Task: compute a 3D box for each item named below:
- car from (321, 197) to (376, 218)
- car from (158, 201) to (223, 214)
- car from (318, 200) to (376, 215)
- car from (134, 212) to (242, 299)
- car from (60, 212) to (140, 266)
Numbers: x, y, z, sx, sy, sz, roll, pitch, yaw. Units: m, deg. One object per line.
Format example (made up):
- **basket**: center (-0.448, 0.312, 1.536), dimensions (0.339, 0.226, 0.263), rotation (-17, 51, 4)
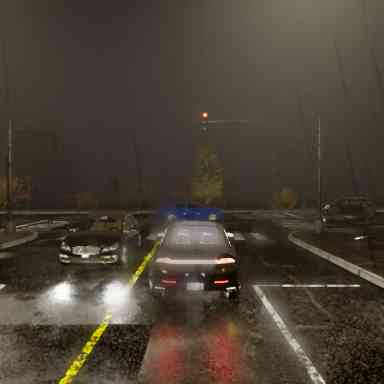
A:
- **car**: center (13.144, 1.232, 28.529), dimensions (4.553, 1.767, 2.097), rotation (0, 1, -1)
- **car**: center (-0.096, 1.454, 25.259), dimensions (5.008, 1.535, 1.882), rotation (0, 0, 1)
- **car**: center (14.749, 1.429, 31.811), dimensions (4.718, 1.301, 1.895), rotation (0, 1, -2)
- **car**: center (0.083, 1.489, 8.425), dimensions (2.128, 1.511, 4.902), rotation (0, 0, 1)
- **car**: center (-2.927, 1.502, 11.560), dimensions (1.837, 1.490, 4.892), rotation (1, 0, 0)
